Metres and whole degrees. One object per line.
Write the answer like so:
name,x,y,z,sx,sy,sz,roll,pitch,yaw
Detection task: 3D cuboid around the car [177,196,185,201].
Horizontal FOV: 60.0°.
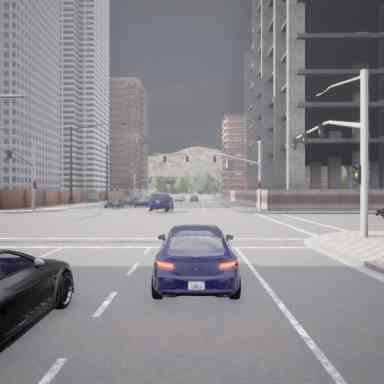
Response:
car,-2.833,1.595,85.903,1.895,1.301,4.718,0,0,1

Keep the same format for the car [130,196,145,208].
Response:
car,-7.104,1.478,48.046,1.882,1.535,5.008,0,0,1

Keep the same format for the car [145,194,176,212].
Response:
car,-3.541,1.221,38.715,2.150,2.045,5.566,0,0,4

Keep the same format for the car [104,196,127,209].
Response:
car,-10.643,1.564,45.545,1.994,1.385,4.181,0,0,1

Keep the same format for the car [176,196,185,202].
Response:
car,-3.017,1.595,75.730,1.895,1.301,4.718,0,0,1

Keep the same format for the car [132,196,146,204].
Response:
car,-10.261,1.478,64.685,1.882,1.535,5.008,0,0,2

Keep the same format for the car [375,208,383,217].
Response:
car,18.339,1.547,27.732,5.357,1.411,2.033,0,0,1

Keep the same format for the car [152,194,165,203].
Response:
car,-6.692,1.352,67.196,2.097,1.767,4.553,0,0,1

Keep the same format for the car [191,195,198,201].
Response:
car,0.670,1.524,85.990,1.812,1.442,4.674,0,0,1

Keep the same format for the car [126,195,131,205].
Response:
car,-10.498,1.352,54.105,2.097,1.767,4.553,0,0,1

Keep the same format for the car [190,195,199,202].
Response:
car,0.481,1.525,75.596,2.128,1.511,4.902,0,0,1

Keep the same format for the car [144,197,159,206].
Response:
car,-6.928,1.601,57.389,1.895,1.301,4.718,0,0,1

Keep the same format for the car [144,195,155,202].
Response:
car,-9.974,1.402,78.159,1.882,1.535,5.008,0,0,1

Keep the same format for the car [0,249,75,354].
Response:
car,-3.429,1.564,5.214,1.994,1.385,4.181,0,0,1

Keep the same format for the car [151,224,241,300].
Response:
car,0.093,1.526,8.296,1.812,1.442,4.674,0,0,0
